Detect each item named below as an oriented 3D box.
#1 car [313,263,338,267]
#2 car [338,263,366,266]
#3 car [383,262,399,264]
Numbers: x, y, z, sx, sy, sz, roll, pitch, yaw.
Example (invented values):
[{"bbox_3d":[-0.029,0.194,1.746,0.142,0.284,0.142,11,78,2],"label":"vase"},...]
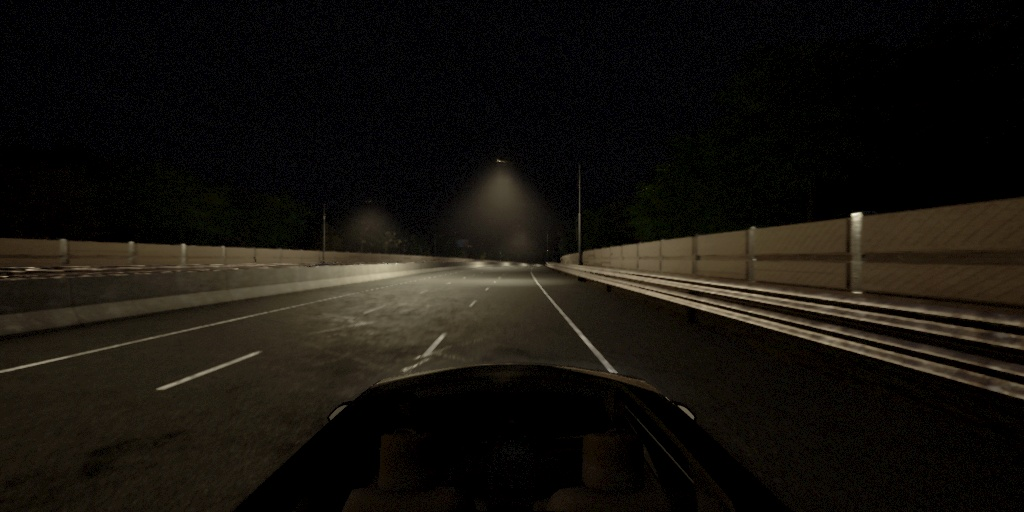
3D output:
[{"bbox_3d":[-23.749,1.541,45.647,2.033,1.411,5.357,0,-1,3],"label":"car"},{"bbox_3d":[-20.216,1.615,46.840,1.895,1.301,4.718,0,-1,3],"label":"car"},{"bbox_3d":[-16.635,1.536,48.850,2.128,1.511,4.902,0,-1,3],"label":"car"}]
